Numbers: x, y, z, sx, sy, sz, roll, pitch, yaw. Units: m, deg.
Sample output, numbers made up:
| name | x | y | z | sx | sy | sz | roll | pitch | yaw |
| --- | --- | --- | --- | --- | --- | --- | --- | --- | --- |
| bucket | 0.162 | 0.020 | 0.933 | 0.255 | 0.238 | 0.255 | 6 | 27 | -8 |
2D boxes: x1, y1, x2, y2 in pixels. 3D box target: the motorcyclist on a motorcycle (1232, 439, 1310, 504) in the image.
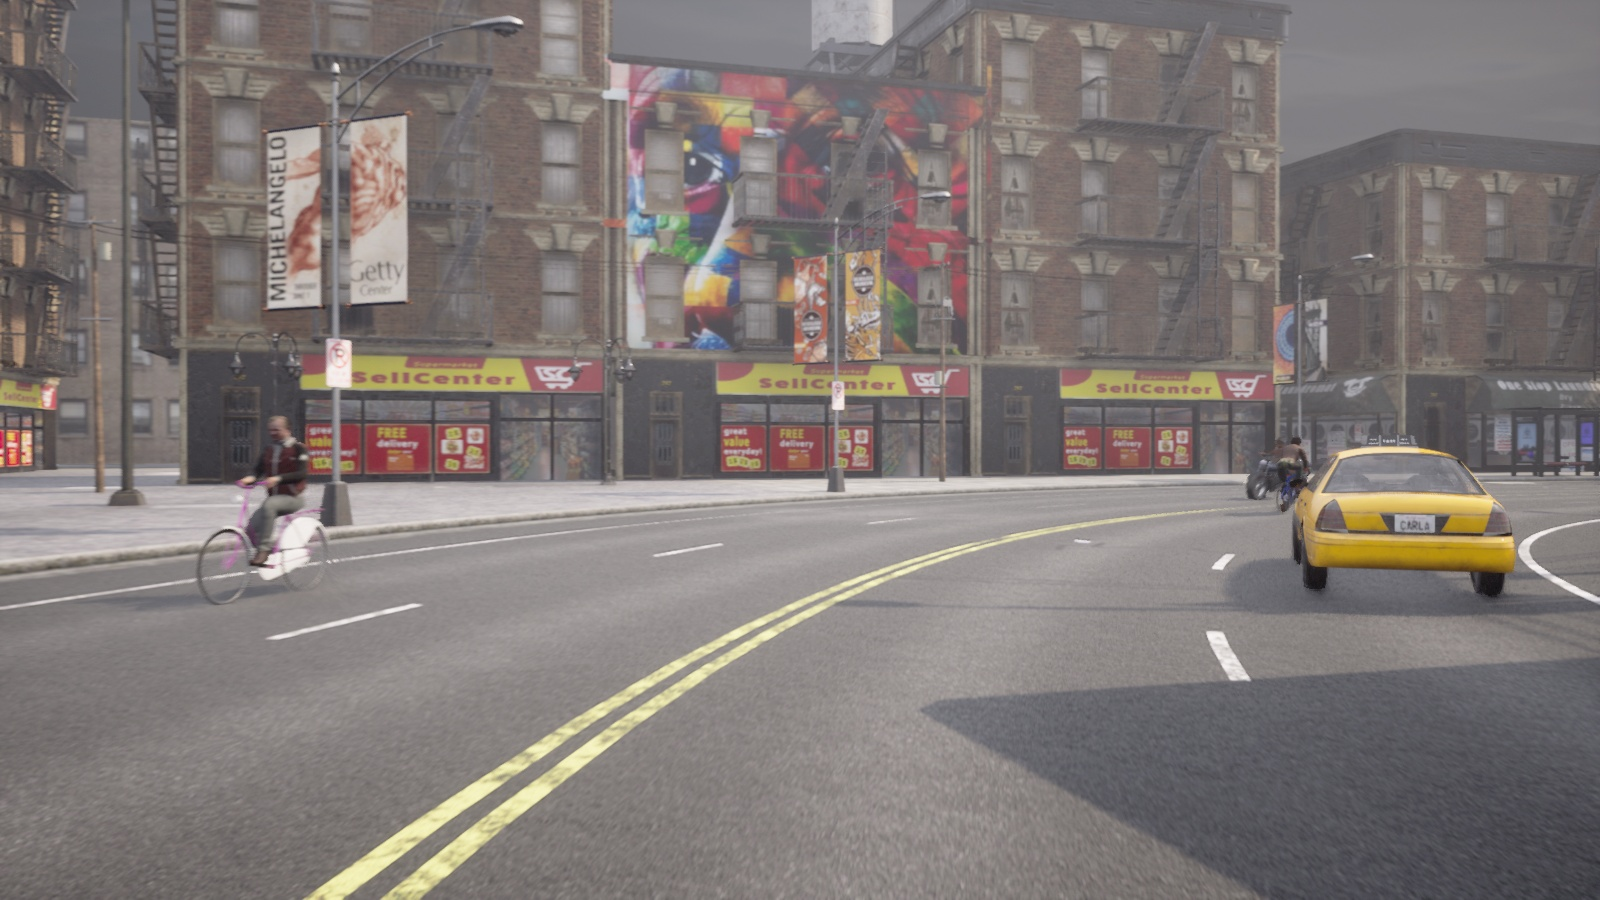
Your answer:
| name | x | y | z | sx | sy | sz | roll | pitch | yaw |
| --- | --- | --- | --- | --- | --- | --- | --- | --- | --- |
| motorcyclist on a motorcycle | 12.380 | 0.530 | 32.979 | 2.350 | 1.649 | 0.766 | 0 | 1 | -36 |

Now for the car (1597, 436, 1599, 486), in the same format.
| name | x | y | z | sx | sy | sz | roll | pitch | yaw |
| --- | --- | --- | --- | --- | --- | --- | --- | --- | --- |
| car | 31.198 | 0.401 | 44.868 | 4.553 | 1.767 | 2.097 | 0 | 0 | -17 |

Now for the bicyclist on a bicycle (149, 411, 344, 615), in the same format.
| name | x | y | z | sx | sy | sz | roll | pitch | yaw |
| --- | --- | --- | --- | --- | --- | --- | --- | --- | --- |
| bicyclist on a bicycle | -5.177 | 0.542 | 11.889 | 0.659 | 1.776 | 1.843 | 0 | 0 | 15 |

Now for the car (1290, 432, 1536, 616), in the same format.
| name | x | y | z | sx | sy | sz | roll | pitch | yaw |
| --- | --- | --- | --- | --- | --- | --- | --- | --- | --- |
| car | 6.356 | 0.619 | 13.585 | 1.801 | 1.575 | 5.366 | 0 | 0 | 20 |

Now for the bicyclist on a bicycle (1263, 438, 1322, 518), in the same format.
| name | x | y | z | sx | sy | sz | roll | pitch | yaw |
| --- | --- | --- | --- | --- | --- | --- | --- | --- | --- |
| bicyclist on a bicycle | 10.364 | 0.567 | 26.393 | 0.582 | 1.620 | 1.656 | 1 | 1 | 43 |
